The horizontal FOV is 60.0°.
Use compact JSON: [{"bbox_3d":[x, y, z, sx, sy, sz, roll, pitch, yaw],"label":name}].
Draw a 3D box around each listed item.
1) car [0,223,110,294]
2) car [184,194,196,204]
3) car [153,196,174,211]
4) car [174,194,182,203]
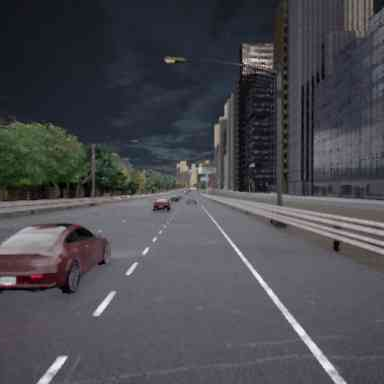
[{"bbox_3d":[-3.502,1.527,8.637,1.812,1.442,4.674,0,0,0],"label":"car"},{"bbox_3d":[-0.095,1.591,65.219,2.033,1.411,5.357,0,0,0],"label":"car"},{"bbox_3d":[-3.572,1.501,40.522,1.882,1.535,5.008,0,0,0],"label":"car"},{"bbox_3d":[-3.752,1.549,73.797,1.837,1.490,4.892,0,0,0],"label":"car"}]
